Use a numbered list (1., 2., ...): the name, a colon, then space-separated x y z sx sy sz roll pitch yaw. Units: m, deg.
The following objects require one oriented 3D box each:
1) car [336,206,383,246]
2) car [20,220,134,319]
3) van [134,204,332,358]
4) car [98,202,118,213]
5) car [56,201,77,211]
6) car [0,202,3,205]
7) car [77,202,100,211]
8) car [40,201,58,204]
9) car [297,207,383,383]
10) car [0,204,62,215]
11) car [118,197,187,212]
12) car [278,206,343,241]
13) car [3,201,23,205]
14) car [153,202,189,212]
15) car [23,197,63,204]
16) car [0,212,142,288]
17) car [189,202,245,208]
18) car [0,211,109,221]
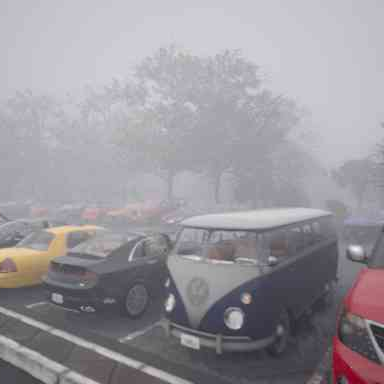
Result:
1. car: 8.961 1.547 16.766 2.097 1.535 5.008 -1 0 36
2. car: -0.932 1.578 7.754 2.231 1.521 4.892 -1 0 36
3. van: 1.262 1.323 6.042 1.878 1.987 4.442 -1 0 36
4. car: -4.609 1.709 26.518 2.097 1.535 5.008 -1 0 36
5. car: -9.138 1.760 29.759 2.097 1.535 5.008 -1 0 36
6. car: -18.165 1.885 36.288 2.163 1.488 4.792 -1 0 36
7. car: -6.893 1.609 28.114 2.185 1.767 4.553 -1 0 36
8. car: -11.394 1.824 31.391 2.002 1.452 4.674 -1 0 36
9. car: 3.574 1.270 4.489 2.435 2.045 5.566 -1 0 36
10. car: -7.728 1.534 12.608 2.185 1.767 4.553 -1 0 36
11. car: -2.367 1.432 24.866 2.435 2.045 5.566 -1 0 36
12. car: 6.678 1.605 18.364 2.163 1.488 4.792 -1 0 36
13. car: -15.936 1.581 34.617 2.435 2.045 5.566 -1 0 36
14. car: -0.085 1.659 23.268 2.231 1.521 4.892 -1 0 36
15. car: -13.677 1.683 32.989 2.185 1.767 4.553 -1 0 36
16. car: -3.080 1.601 9.534 1.946 1.575 5.366 -1 0 36
17. car: 2.191 1.505 21.664 2.185 1.767 4.553 -1 0 36
18. car: -5.444 1.633 11.013 2.231 1.521 4.892 -1 0 36
